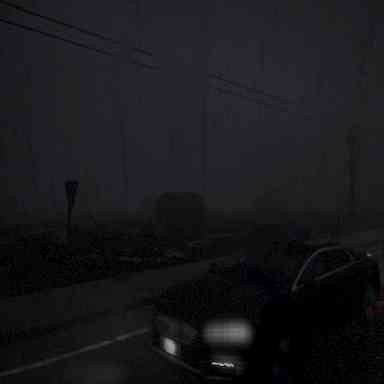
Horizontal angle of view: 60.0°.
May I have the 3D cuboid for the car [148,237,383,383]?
[{"bbox_3d":[1.543,1.587,5.623,4.902,1.511,2.128,0,-1,-43],"label":"car"}]
